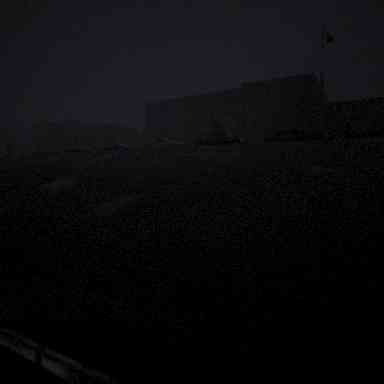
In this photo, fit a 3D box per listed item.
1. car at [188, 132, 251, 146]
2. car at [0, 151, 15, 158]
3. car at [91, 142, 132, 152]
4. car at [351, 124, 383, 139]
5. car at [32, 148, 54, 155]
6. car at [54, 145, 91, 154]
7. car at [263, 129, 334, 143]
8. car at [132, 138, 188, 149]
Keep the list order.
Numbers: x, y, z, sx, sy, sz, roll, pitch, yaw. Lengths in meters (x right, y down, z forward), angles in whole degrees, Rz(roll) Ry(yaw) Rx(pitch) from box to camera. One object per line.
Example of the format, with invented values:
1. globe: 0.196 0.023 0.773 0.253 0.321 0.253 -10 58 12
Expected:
1. car: 2.413 -3.887 26.000 4.553 1.767 2.185 2 1 31
2. car: -25.301 -4.632 44.033 4.553 1.767 2.185 1 1 34
3. car: -7.051 -4.003 31.746 4.674 1.452 2.002 2 1 33
4. car: 12.266 -3.436 20.592 4.674 1.452 2.002 2 1 28
5. car: -16.262 -4.297 37.875 4.892 1.521 2.231 1 1 34
6. car: -11.697 -4.179 34.775 4.892 1.521 2.231 2 1 34
7. car: 7.404 -3.586 23.200 4.792 1.488 2.163 2 1 29
8. car: -2.340 -3.902 28.817 5.008 1.535 2.097 2 1 32
